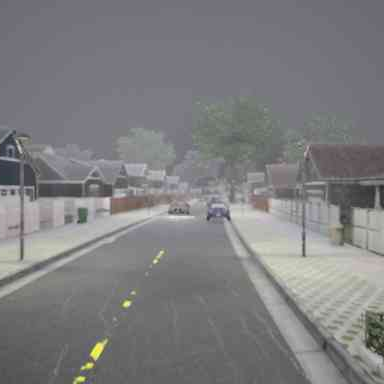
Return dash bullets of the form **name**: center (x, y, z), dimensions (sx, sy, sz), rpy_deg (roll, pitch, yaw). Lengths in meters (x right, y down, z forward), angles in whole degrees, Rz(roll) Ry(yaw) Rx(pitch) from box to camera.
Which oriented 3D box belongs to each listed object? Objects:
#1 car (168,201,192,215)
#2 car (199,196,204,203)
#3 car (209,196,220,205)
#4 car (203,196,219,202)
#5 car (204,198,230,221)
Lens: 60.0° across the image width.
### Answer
- **car**: center (-1.148, 1.552, 32.982), dimensions (1.994, 1.385, 4.181), rpy_deg (0, 0, 5)
- **car**: center (2.586, 1.527, 73.214), dimensions (2.128, 1.511, 4.902), rpy_deg (0, 0, 5)
- **car**: center (4.173, 1.558, 60.484), dimensions (1.812, 1.442, 4.674), rpy_deg (0, 0, 5)
- **car**: center (3.168, 1.539, 50.209), dimensions (1.812, 1.442, 4.674), rpy_deg (0, 0, 7)
- **car**: center (2.147, 1.520, 27.154), dimensions (1.812, 1.442, 4.674), rpy_deg (0, 0, 5)
